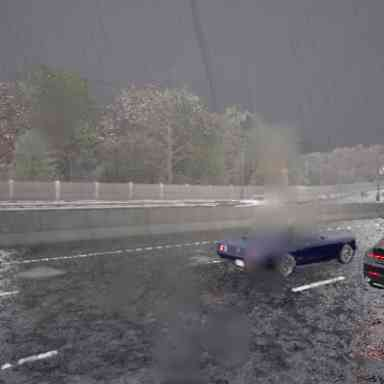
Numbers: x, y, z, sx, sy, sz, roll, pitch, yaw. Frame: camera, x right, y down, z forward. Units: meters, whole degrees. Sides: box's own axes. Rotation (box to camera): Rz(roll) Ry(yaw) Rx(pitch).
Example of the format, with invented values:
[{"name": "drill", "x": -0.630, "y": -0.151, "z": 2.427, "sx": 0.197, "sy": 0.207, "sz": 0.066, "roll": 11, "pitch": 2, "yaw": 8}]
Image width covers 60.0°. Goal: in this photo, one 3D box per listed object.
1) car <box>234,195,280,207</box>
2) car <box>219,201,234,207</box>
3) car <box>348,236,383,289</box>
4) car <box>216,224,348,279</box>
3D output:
[{"name": "car", "x": 8.159, "y": 1.375, "z": 39.793, "sx": 5.566, "sy": 2.045, "sz": 2.150, "roll": 1, "pitch": 0, "yaw": -35}, {"name": "car", "x": 5.680, "y": 1.747, "z": 42.332, "sx": 4.718, "sy": 1.301, "sz": 1.895, "roll": 0, "pitch": 0, "yaw": -35}, {"name": "car", "x": 6.040, "y": 1.550, "z": 8.051, "sx": 4.892, "sy": 1.490, "sz": 1.837, "roll": 0, "pitch": 0, "yaw": -35}, {"name": "car", "x": 3.108, "y": 1.641, "z": 10.262, "sx": 4.718, "sy": 1.301, "sz": 1.895, "roll": 0, "pitch": 0, "yaw": -35}]
